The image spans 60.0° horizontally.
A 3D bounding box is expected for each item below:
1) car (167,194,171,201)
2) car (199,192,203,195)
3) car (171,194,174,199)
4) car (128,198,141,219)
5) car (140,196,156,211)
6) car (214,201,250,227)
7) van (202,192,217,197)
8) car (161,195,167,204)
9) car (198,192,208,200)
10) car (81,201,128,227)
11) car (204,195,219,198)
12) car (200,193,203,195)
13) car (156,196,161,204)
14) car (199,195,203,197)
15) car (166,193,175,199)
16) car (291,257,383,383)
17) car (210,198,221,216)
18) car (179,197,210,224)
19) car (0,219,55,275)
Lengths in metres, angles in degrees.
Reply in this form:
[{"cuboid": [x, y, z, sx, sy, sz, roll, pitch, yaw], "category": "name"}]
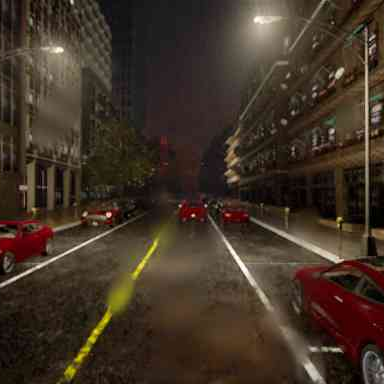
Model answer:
[{"cuboid": [-5.740, 1.199, 66.673, 1.752, 1.417, 4.829, 1, 0, 0], "category": "car"}, {"cuboid": [2.656, 1.227, 61.327, 1.752, 1.417, 4.829, 1, 0, 0], "category": "car"}, {"cuboid": [-5.756, 1.135, 83.812, 2.008, 1.369, 4.403, 1, 0, 0], "category": "car"}, {"cuboid": [-5.705, 1.437, 27.248, 1.947, 1.339, 4.313, 1, 0, 0], "category": "car"}, {"cuboid": [-5.715, 1.360, 38.561, 1.887, 1.381, 4.507, 1, 0, 0], "category": "car"}, {"cuboid": [2.681, 1.481, 21.564, 1.802, 1.307, 4.206, 1, 0, 0], "category": "car"}, {"cuboid": [2.663, 1.129, 44.188, 1.690, 1.788, 3.998, 1, 0, 0], "category": "van"}, {"cuboid": [-5.730, 1.282, 55.531, 2.008, 1.369, 4.403, 1, 0, 0], "category": "car"}, {"cuboid": [2.599, 0.929, 78.124, 2.192, 1.841, 5.009, 1, 0, 0], "category": "car"}, {"cuboid": [-5.698, 1.338, 21.591, 1.967, 1.590, 4.097, 1, 0, 0], "category": "car"}, {"cuboid": [2.665, 1.367, 38.532, 2.008, 1.369, 4.403, 1, 0, 0], "category": "car"}, {"cuboid": [2.656, 1.297, 55.501, 1.947, 1.339, 4.313, 1, 0, 0], "category": "car"}, {"cuboid": [-5.720, 1.338, 44.217, 2.008, 1.369, 4.403, 1, 0, 0], "category": "car"}, {"cuboid": [0.061, 1.400, 41.765, 1.895, 1.301, 4.718, 0, 0, 0], "category": "car"}, {"cuboid": [-5.761, 1.106, 89.469, 2.008, 1.369, 4.403, 1, 0, 0], "category": "car"}, {"cuboid": [2.695, 1.561, 4.593, 1.802, 1.307, 4.206, 1, 0, 0], "category": "car"}, {"cuboid": [2.676, 1.422, 27.220, 2.008, 1.369, 4.403, 1, 0, 0], "category": "car"}, {"cuboid": [0.078, 1.364, 23.993, 1.882, 1.535, 5.008, 0, 0, 0], "category": "car"}, {"cuboid": [-5.690, 1.534, 10.277, 1.802, 1.307, 4.206, 1, 0, 0], "category": "car"}]
